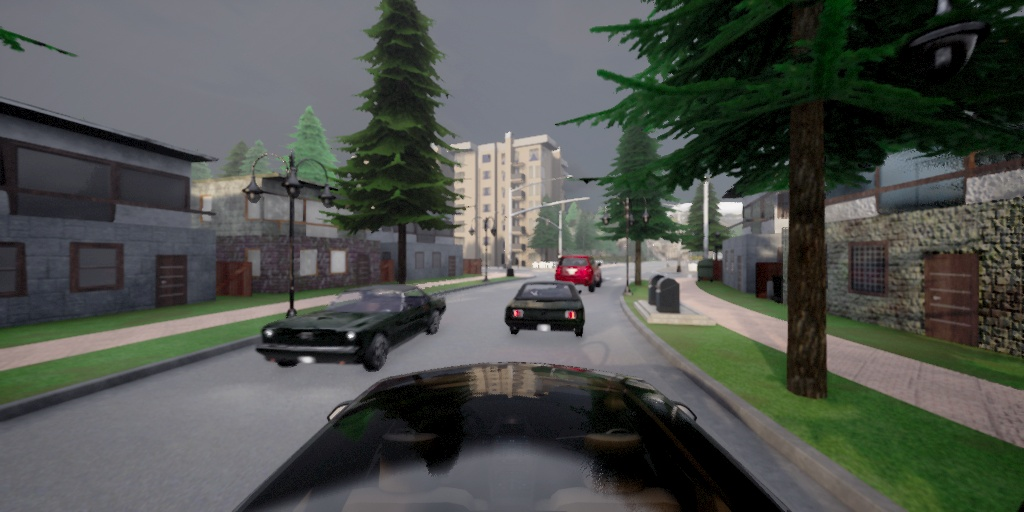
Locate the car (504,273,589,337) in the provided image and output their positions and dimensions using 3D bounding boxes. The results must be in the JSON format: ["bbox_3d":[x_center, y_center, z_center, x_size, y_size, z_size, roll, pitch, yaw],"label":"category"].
[{"bbox_3d":[1.076,1.357,10.389,1.895,1.301,4.718,0,0,9],"label":"car"}]

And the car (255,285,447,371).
[{"bbox_3d":[-3.016,1.354,7.921,1.895,1.301,4.718,0,0,7],"label":"car"}]

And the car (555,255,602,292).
[{"bbox_3d":[4.070,0.985,21.636,2.150,2.045,5.566,0,0,20],"label":"car"}]
